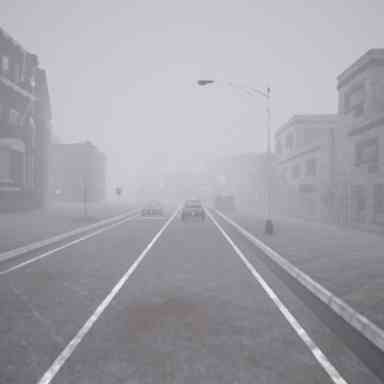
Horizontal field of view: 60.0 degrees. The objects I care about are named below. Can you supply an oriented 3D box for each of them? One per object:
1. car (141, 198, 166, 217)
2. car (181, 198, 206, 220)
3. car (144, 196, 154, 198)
[{"bbox_3d":[-3.594,1.550,31.474,1.994,1.385,4.181,0,0,0],"label":"car"},{"bbox_3d":[0.097,1.479,27.673,2.128,1.511,4.902,0,0,0],"label":"car"},{"bbox_3d":[-9.220,1.499,72.964,1.895,1.301,4.718,1,0,-29],"label":"car"}]
